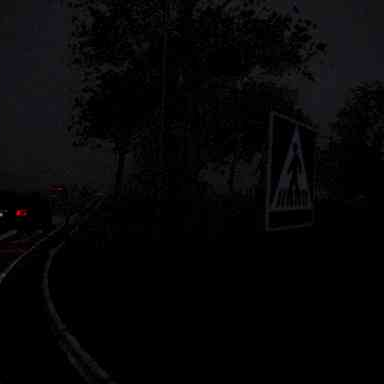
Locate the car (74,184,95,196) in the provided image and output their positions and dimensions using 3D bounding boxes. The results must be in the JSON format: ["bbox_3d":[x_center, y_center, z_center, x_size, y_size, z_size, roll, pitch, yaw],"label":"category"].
[{"bbox_3d":[-15.288,-0.246,48.447,2.033,1.411,5.357,2,2,-11],"label":"car"}]

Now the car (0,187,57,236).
[{"bbox_3d":[-8.772,0.947,16.973,2.150,2.045,5.566,2,2,-11],"label":"car"}]

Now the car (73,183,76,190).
[{"bbox_3d":[-20.686,-0.901,57.115,2.128,1.511,4.902,2,2,-12],"label":"car"}]

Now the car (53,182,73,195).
[{"bbox_3d":[-18.553,-0.380,46.941,1.837,1.490,4.892,2,2,-11],"label":"car"}]
